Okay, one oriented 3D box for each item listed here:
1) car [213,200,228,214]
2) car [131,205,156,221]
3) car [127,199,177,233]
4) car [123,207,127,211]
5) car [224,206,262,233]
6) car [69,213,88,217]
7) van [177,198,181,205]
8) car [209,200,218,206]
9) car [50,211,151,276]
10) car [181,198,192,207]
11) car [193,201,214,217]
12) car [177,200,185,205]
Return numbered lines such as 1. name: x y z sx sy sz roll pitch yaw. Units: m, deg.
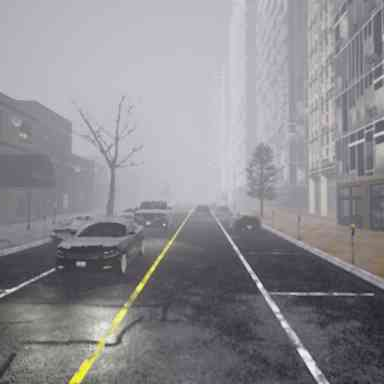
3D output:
1. car: 3.994 2.151 44.201 1.887 1.381 4.507 1 -1 2
2. car: -4.754 2.025 33.230 1.802 1.307 4.206 1 -1 2
3. car: -2.461 1.520 22.186 2.150 2.045 5.566 0 -1 2
4. car: -4.956 1.910 27.590 1.887 1.381 4.507 1 -1 2
5. car: 3.420 1.850 21.635 2.008 1.369 4.403 1 -1 2
6. car: -5.356 1.763 16.309 2.008 1.369 4.403 1 -1 2
7. van: -3.193 2.479 83.998 1.690 1.788 3.998 1 -1 2
8. car: 5.008 2.637 78.048 1.947 1.339 4.313 1 -1 2
9. car: -2.802 1.624 11.112 1.882 1.535 5.008 0 -1 2
10. car: -0.889 2.492 71.595 1.812 1.442 4.674 0 -1 2
11. car: 1.221 2.029 38.485 1.837 1.490 4.892 0 -1 2
12. car: -3.029 2.798 89.637 1.802 1.307 4.206 1 -1 2
